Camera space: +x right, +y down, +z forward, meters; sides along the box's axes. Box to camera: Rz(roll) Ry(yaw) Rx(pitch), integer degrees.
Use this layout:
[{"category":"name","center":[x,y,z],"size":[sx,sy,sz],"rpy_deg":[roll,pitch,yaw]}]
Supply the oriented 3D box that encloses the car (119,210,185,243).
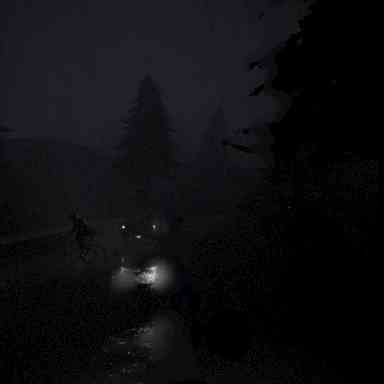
[{"category":"car","center":[-1.779,1.601,16.344],"size":[1.895,1.301,4.718],"rpy_deg":[0,0,13]}]

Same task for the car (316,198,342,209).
[{"category":"car","center":[18.385,1.491,44.597],"size":[4.902,1.511,2.128],"rpy_deg":[0,0,-44]}]

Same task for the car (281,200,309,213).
[{"category":"car","center":[11.365,1.564,36.530],"size":[1.994,1.385,4.181],"rpy_deg":[0,0,36]}]

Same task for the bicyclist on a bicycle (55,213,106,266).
[{"category":"bicyclist on a bicycle","center":[-3.393,1.455,10.080],"size":[1.656,1.620,0.582],"rpy_deg":[-2,0,8]}]
